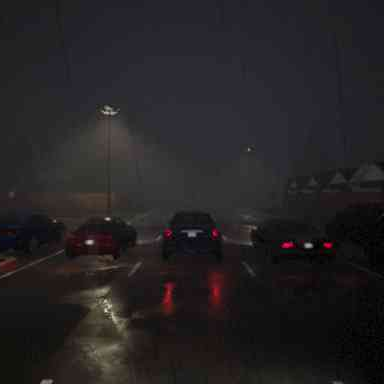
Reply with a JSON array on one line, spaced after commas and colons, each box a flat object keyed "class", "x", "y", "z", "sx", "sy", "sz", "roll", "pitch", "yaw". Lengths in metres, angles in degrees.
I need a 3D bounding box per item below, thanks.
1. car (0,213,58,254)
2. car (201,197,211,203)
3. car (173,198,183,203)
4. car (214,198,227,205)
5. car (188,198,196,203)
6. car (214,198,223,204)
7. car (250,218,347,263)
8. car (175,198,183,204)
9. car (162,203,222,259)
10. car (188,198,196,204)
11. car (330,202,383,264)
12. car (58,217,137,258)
[{"class": "car", "x": -7.077, "y": 1.634, "z": 14.240, "sx": 1.882, "sy": 1.535, "sz": 5.008, "roll": 0, "pitch": 0, "yaw": -1}, {"class": "car", "x": 3.475, "y": 2.446, "z": 79.217, "sx": 1.895, "sy": 1.301, "sz": 4.718, "roll": 0, "pitch": -1, "yaw": 0}, {"class": "car", "x": -3.525, "y": 2.377, "z": 78.031, "sx": 2.033, "sy": 1.411, "sz": 5.357, "roll": 0, "pitch": -1, "yaw": 0}, {"class": "car", "x": 6.975, "y": 2.315, "z": 78.037, "sx": 1.882, "sy": 1.535, "sz": 5.008, "roll": 0, "pitch": -1, "yaw": 0}, {"class": "car", "x": -0.025, "y": 2.363, "z": 78.033, "sx": 2.128, "sy": 1.511, "sz": 4.902, "roll": 0, "pitch": -1, "yaw": 0}, {"class": "car", "x": 6.972, "y": 2.287, "z": 88.457, "sx": 1.882, "sy": 1.535, "sz": 5.008, "roll": 0, "pitch": -1, "yaw": 0}, {"class": "car", "x": 3.505, "y": 1.685, "z": 12.501, "sx": 2.033, "sy": 1.411, "sz": 5.357, "roll": 0, "pitch": -1, "yaw": 0}, {"class": "car", "x": -3.528, "y": 2.362, "z": 88.452, "sx": 1.994, "sy": 1.385, "sz": 4.181, "roll": 0, "pitch": -1, "yaw": 0}, {"class": "car", "x": 0.017, "y": 1.498, "z": 13.413, "sx": 2.097, "sy": 1.767, "sz": 4.553, "roll": 0, "pitch": -1, "yaw": 0}, {"class": "car", "x": -0.028, "y": 2.362, "z": 88.453, "sx": 1.994, "sy": 1.385, "sz": 4.181, "roll": 0, "pitch": -1, "yaw": 0}, {"class": "car", "x": 7.006, "y": 1.363, "z": 12.566, "sx": 2.150, "sy": 2.045, "sz": 5.566, "roll": 0, "pitch": 0, "yaw": 0}, {"class": "car", "x": -3.484, "y": 1.712, "z": 13.432, "sx": 1.994, "sy": 1.385, "sz": 4.181, "roll": 0, "pitch": -1, "yaw": 1}]
